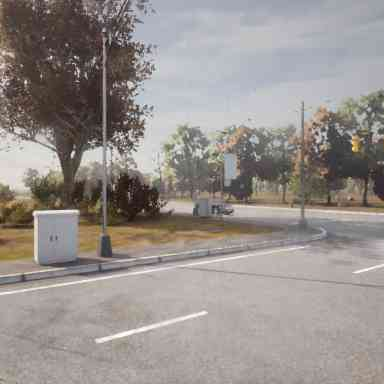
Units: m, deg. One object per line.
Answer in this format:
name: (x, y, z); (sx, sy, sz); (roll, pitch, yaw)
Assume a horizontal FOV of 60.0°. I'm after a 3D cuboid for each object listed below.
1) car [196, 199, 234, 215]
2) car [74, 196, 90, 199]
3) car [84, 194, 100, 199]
car: (2.208, 1.488, 33.524); (2.128, 1.511, 4.902); (0, 0, -32)
car: (-28.461, 1.007, 84.889); (4.553, 1.767, 2.097); (1, 0, 41)
car: (-26.301, 1.253, 87.664); (4.718, 1.301, 1.895); (1, 0, 41)
